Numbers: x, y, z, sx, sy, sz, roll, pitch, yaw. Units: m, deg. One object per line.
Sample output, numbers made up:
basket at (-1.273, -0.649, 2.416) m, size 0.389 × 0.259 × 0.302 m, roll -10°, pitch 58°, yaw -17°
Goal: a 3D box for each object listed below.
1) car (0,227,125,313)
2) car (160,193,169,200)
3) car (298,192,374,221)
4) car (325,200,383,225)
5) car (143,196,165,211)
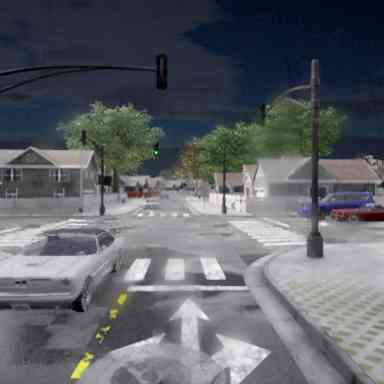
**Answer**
car at (-2.871, 1.559, 7.668) m, size 1.895 × 1.301 × 4.718 m, roll 0°, pitch 0°, yaw -1°
car at (-6.391, 1.042, 78.041) m, size 2.033 × 1.411 × 5.357 m, roll 0°, pitch 0°, yaw 0°
car at (10.921, 1.033, 25.040) m, size 5.566 × 2.045 × 2.150 m, roll -1°, pitch 0°, yaw -2°
car at (11.643, 1.410, 21.811) m, size 4.718 × 1.301 × 1.895 m, roll 0°, pitch 0°, yaw -2°
car at (-4.331, 1.397, 36.834) m, size 1.895 × 1.301 × 4.718 m, roll 0°, pitch 1°, yaw -3°
